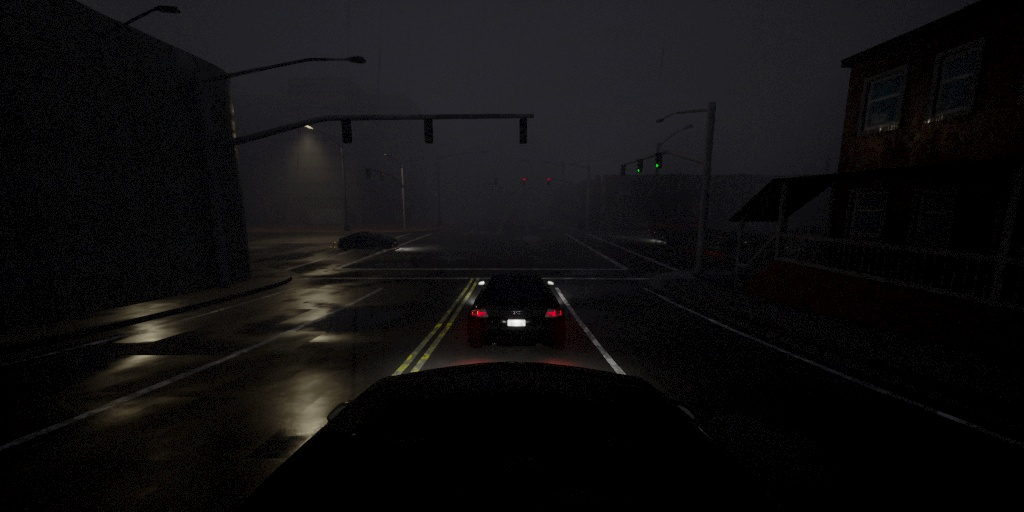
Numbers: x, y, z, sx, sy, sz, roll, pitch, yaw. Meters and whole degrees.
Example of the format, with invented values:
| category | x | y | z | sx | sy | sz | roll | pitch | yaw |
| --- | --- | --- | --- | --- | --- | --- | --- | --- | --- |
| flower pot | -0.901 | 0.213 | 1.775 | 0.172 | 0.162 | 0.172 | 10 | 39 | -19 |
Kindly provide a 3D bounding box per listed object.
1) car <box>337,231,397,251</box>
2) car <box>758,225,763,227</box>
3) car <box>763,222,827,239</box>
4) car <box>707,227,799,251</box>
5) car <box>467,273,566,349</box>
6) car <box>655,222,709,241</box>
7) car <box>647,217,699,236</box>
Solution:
| category | x | y | z | sx | sy | sz | roll | pitch | yaw |
| --- | --- | --- | --- | --- | --- | --- | --- | --- | --- |
| car | -10.963 | -1.170 | 27.258 | 4.181 | 1.385 | 1.994 | -1 | 8 | -6 |
| car | 27.253 | -2.730 | 37.203 | 4.902 | 1.511 | 2.128 | 0 | 8 | 1 |
| car | 26.968 | -2.235 | 33.741 | 5.008 | 1.535 | 1.882 | 0 | 8 | 0 |
| car | 17.803 | -1.179 | 26.690 | 4.902 | 1.511 | 2.128 | 0 | 8 | 0 |
| car | 0.100 | 1.093 | 8.658 | 1.994 | 1.385 | 4.181 | 0 | 3 | 0 |
| car | 16.871 | -2.171 | 33.830 | 5.357 | 1.411 | 2.033 | 0 | 8 | 0 |
| car | 17.007 | -3.002 | 37.243 | 5.566 | 2.045 | 2.150 | 0 | 8 | 0 |
